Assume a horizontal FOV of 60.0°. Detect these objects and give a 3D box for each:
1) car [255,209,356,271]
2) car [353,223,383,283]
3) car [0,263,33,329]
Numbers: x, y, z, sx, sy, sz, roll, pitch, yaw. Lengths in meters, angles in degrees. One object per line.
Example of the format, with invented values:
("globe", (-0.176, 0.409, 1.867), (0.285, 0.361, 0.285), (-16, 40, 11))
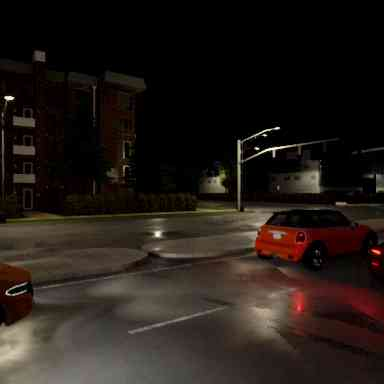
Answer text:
("car", (4.290, 1.352, 11.216), (4.553, 1.767, 2.097), (0, 0, -35))
("car", (6.275, 1.526, 8.340), (4.674, 1.442, 1.812), (0, 0, -34))
("car", (-4.924, 1.478, 4.537), (5.008, 1.535, 1.882), (0, 0, -35))
